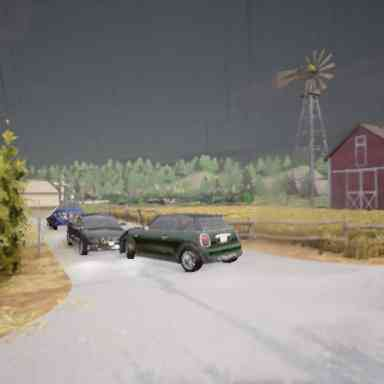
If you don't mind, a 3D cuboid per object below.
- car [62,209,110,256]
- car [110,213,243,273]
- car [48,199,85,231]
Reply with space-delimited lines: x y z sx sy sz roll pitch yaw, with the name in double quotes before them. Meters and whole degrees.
"car" -4.159 1.705 14.432 1.837 1.490 4.892 0 -1 -29
"car" -0.566 1.498 11.534 4.553 1.767 2.097 -2 -1 44
"car" -9.151 1.575 24.177 2.150 2.045 5.566 0 -1 -28
